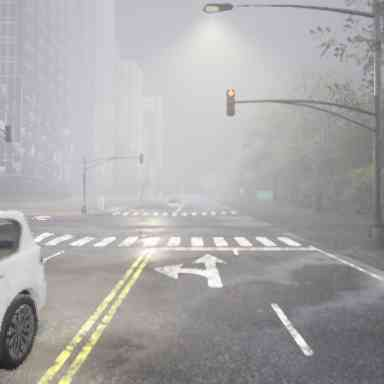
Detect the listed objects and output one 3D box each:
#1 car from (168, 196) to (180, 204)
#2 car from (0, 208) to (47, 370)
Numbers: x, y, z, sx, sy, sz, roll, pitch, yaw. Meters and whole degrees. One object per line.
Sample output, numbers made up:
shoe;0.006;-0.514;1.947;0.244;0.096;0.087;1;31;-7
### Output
car;-3.243;1.515;61.001;1.994;1.385;4.181;0;1;0
car;-3.247;1.231;2.771;2.150;2.045;5.566;0;0;0
